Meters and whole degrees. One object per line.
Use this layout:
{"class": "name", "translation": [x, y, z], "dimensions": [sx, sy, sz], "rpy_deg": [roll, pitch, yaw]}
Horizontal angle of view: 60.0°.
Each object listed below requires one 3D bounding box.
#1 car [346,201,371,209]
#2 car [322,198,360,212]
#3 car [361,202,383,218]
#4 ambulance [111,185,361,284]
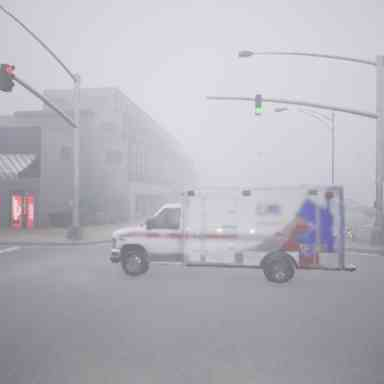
{"class": "car", "translation": [31.197, 2.386, 62.333], "dimensions": [3.806, 1.475, 1.970], "rpy_deg": [0, -1, 8]}
{"class": "car", "translation": [21.421, 1.856, 48.021], "dimensions": [4.605, 1.855, 1.932], "rpy_deg": [0, -1, 8]}
{"class": "car", "translation": [19.511, 1.719, 32.433], "dimensions": [5.027, 1.636, 2.152], "rpy_deg": [0, -1, 8]}
{"class": "ambulance", "translation": [0.945, 1.076, 9.486], "dimensions": [6.366, 2.431, 2.351], "rpy_deg": [0, -1, 9]}
